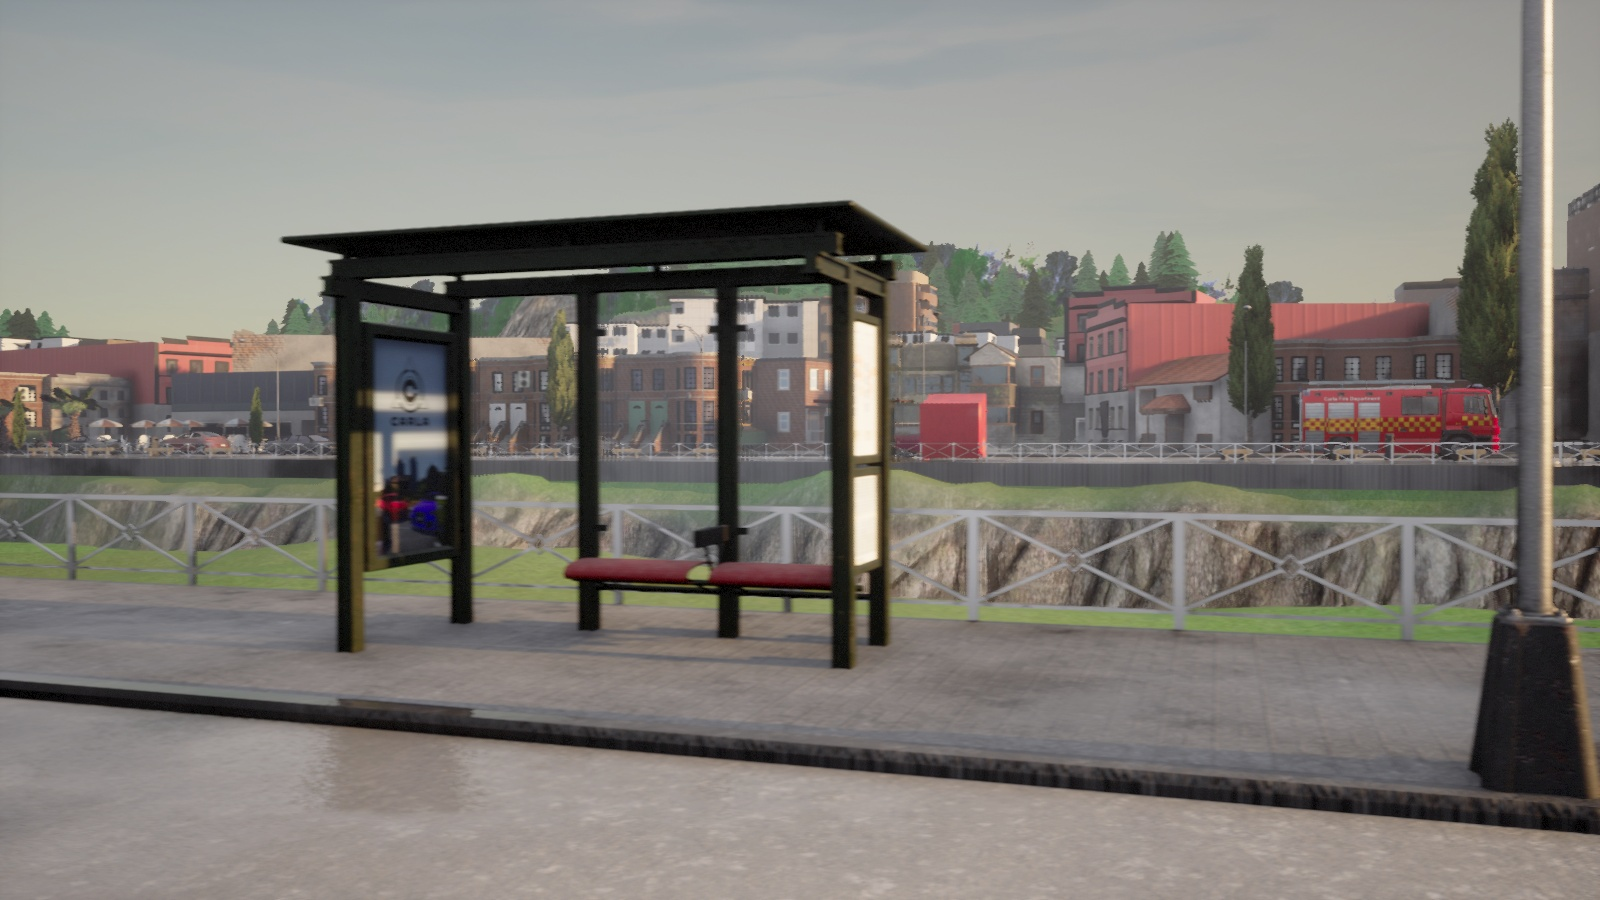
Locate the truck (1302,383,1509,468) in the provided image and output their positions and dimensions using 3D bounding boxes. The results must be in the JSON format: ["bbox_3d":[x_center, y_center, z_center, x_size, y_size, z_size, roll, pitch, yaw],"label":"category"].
[{"bbox_3d":[28.342,-1.181,59.273,8.468,3.827,2.891,1,1,19],"label":"truck"}]

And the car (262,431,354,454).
[{"bbox_3d":[-31.072,-0.512,79.261,5.357,1.411,2.033,1,1,19],"label":"car"}]

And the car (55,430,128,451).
[{"bbox_3d":[-47.891,-0.650,84.913,4.181,1.385,1.994,1,1,19],"label":"car"}]

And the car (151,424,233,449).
[{"bbox_3d":[-42.220,-0.950,87.222,5.027,1.651,2.152,1,1,19],"label":"car"}]

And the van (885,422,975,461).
[{"bbox_3d":[6.877,-0.460,66.501,4.442,1.987,1.775,1,1,19],"label":"van"}]

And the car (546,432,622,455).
[{"bbox_3d":[-13.302,-0.401,77.507,4.181,1.385,1.994,1,1,19],"label":"car"}]
